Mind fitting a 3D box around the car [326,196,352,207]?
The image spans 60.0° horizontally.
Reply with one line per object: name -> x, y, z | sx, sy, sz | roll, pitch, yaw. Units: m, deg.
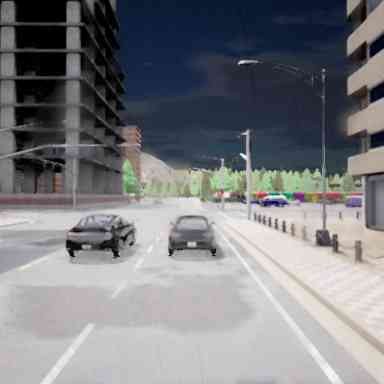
car -> 35.737, 2.097, 81.281 | 4.605, 1.855, 1.932 | 0, -1, 0

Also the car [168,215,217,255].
car -> 0.008, 1.679, 13.876 | 1.812, 1.442, 4.674 | 0, 0, 0

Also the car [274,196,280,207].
car -> 20.771, 2.217, 72.963 | 3.905, 1.438, 1.784 | 0, -1, 0

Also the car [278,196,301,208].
car -> 20.786, 2.217, 70.068 | 3.806, 1.475, 1.970 | 0, -1, 0

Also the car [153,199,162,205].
car -> -8.129, 2.397, 79.720 | 1.812, 1.442, 4.674 | 0, -1, -1

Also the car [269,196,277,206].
car -> 20.706, 2.036, 75.648 | 4.605, 1.855, 1.932 | 0, -1, 0

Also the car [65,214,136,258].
car -> -3.494, 1.642, 13.482 | 2.128, 1.511, 4.902 | 0, 0, 0
